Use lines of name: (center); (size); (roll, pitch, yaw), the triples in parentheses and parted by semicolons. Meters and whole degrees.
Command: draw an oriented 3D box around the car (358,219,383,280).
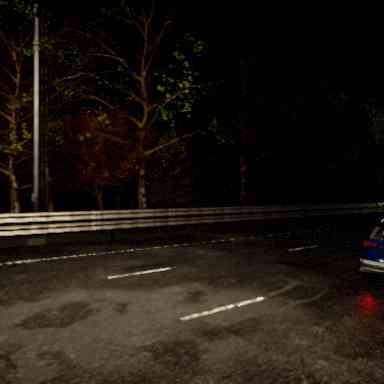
car: (6.184, 1.481, 9.126); (2.033, 1.649, 4.856); (1, 0, 44)
